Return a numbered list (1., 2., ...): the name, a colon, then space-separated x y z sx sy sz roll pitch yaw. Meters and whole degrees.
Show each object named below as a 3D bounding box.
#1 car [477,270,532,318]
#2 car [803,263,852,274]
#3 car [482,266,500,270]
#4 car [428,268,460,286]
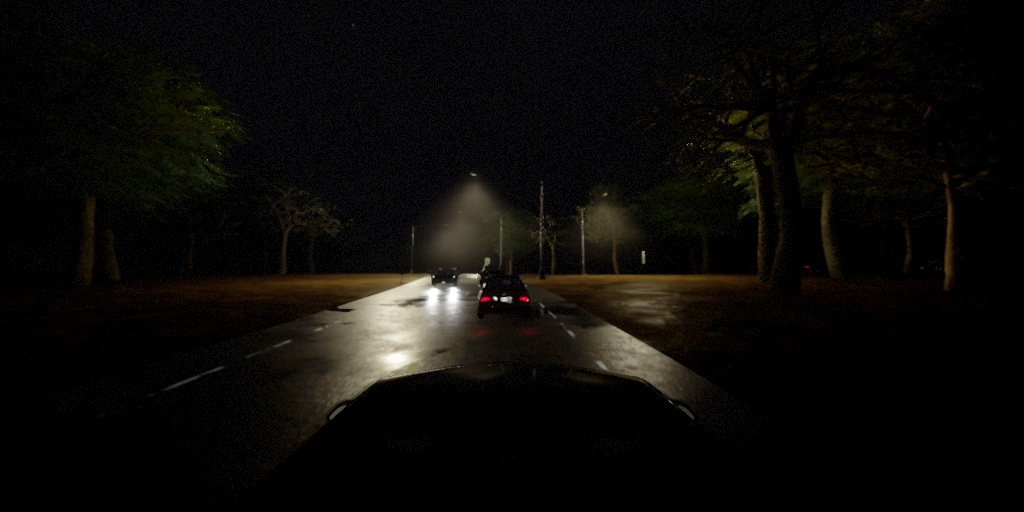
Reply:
1. car: -0.332 1.413 13.573 2.033 1.411 5.357 0 -1 -3
2. car: 41.128 1.638 47.375 4.902 1.511 2.128 0 -4 0
3. car: -1.851 1.584 30.876 1.837 1.490 4.892 0 -1 -7
4. car: -5.095 1.609 27.845 1.895 1.301 4.718 0 -1 -6
